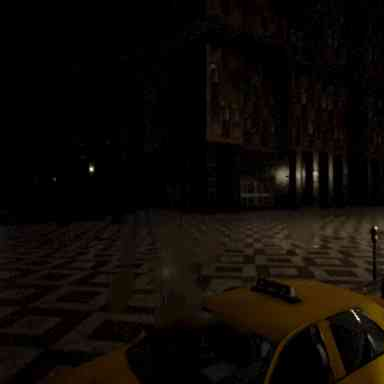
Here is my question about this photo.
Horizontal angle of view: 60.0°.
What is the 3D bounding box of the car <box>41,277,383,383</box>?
[{"bbox_3d":[0.547,1.518,2.909,4.829,1.417,1.752,0,0,-35],"label":"car"}]
